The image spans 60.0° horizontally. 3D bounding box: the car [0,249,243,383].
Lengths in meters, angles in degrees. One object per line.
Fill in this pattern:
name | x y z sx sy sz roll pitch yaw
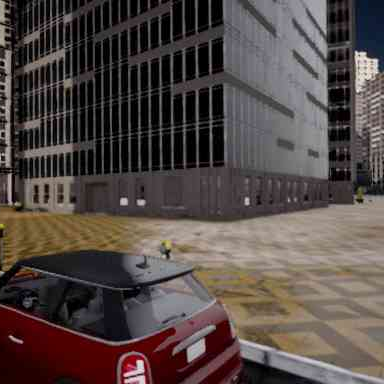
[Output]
car | -1.539 1.453 4.131 4.097 1.590 1.967 0 -1 36
